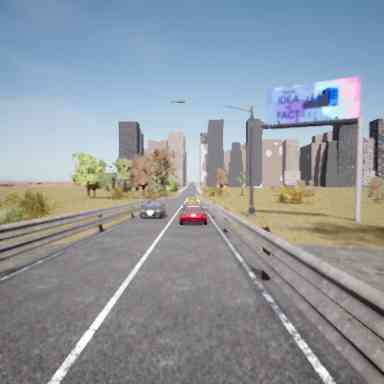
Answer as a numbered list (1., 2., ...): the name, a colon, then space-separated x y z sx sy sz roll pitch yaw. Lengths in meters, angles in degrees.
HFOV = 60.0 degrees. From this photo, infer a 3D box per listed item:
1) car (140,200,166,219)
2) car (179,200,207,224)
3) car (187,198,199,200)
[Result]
1. car: -3.280 1.483 28.707 2.128 1.511 4.902 0 0 0
2. car: 0.100 1.556 24.723 1.994 1.385 4.181 0 0 0
3. car: 0.099 1.464 42.440 1.882 1.535 5.008 0 0 0
